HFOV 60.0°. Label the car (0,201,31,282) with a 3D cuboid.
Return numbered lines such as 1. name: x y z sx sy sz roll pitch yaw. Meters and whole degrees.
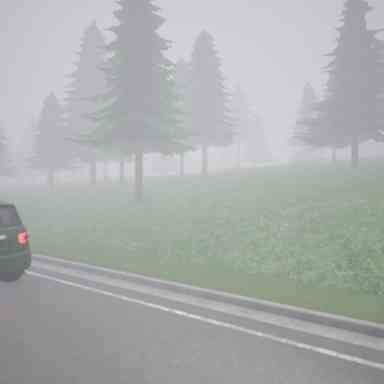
1. car: -6.343 1.213 8.483 5.566 2.045 2.150 0 0 36
